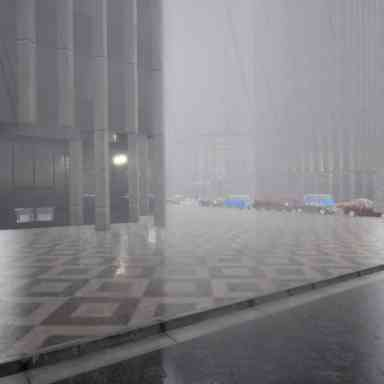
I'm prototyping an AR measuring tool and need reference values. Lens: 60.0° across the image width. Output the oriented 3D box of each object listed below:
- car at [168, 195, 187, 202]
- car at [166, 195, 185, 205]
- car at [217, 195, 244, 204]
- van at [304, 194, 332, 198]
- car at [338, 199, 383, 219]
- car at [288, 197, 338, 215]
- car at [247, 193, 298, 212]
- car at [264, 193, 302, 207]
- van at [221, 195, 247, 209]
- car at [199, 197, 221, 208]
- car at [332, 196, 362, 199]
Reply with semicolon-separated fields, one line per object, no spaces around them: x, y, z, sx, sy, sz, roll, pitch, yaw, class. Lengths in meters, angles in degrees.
-3.121;1.256;69.842;2.008;1.369;4.403;-1;1;-35;car
-3.664;1.438;55.899;2.008;1.369;4.403;-1;1;-35;car
6.404;1.295;56.485;1.752;1.417;4.829;-1;1;-35;car
16.124;1.178;42.849;1.690;1.788;3.998;-1;1;-35;van
15.594;1.566;28.914;1.887;1.381;4.507;-1;1;-35;car
12.385;1.548;33.412;2.008;1.369;4.403;-1;1;-35;car
9.173;1.290;37.907;2.192;1.841;5.009;-1;1;-35;car
12.916;1.129;47.348;2.192;1.841;5.009;-1;1;-35;car
5.963;1.293;42.405;1.690;1.788;3.998;-1;1;-35;van
2.755;1.370;46.903;1.967;1.590;4.097;-1;1;-35;car
19.234;1.384;38.492;1.752;1.417;4.829;-1;1;-35;car
